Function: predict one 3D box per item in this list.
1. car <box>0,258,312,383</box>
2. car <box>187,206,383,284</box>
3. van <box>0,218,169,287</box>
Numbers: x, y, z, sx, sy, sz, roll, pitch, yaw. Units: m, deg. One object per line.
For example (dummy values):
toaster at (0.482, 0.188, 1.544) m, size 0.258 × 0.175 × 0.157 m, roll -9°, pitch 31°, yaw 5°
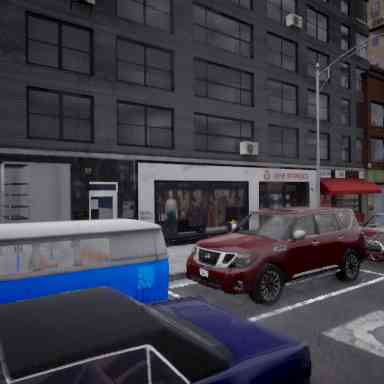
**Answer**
car at (-1.288, 1.601, 2.459) m, size 4.718 × 1.301 × 1.895 m, roll 0°, pitch 0°, yaw -35°
car at (2.286, 1.313, 8.178) m, size 5.009 × 1.841 × 2.192 m, roll 0°, pitch -1°, yaw -35°
van at (-2.261, 1.341, 4.934) m, size 3.998 × 1.788 × 1.690 m, roll 0°, pitch -1°, yaw -35°
